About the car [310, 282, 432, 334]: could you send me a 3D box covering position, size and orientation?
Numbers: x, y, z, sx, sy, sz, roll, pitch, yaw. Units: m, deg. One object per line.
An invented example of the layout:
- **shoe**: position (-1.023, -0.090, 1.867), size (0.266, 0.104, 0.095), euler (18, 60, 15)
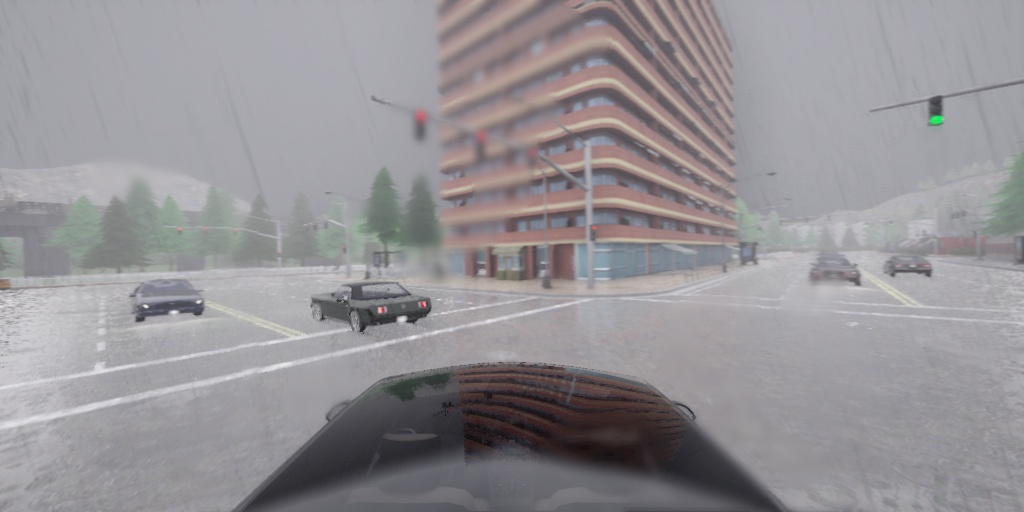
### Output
- **car**: position (-4.599, 1.460, 11.227), size (4.718, 1.301, 1.895), euler (-1, 0, 43)

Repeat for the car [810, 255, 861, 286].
- **car**: position (17.859, 0.845, 19.882), size (1.994, 1.385, 4.181), euler (-1, 0, 41)

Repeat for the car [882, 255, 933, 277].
- **car**: position (26.259, 0.612, 23.919), size (2.033, 1.411, 5.357), euler (-1, 0, 41)

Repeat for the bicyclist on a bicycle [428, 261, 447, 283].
- **bicyclist on a bicycle**: position (-5.438, 1.171, 26.200), size (0.582, 1.620, 1.656), euler (-1, 0, 41)

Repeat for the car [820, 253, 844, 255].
- **car**: position (24.467, 0.708, 27.446), size (1.895, 1.301, 4.718), euler (-1, 0, 41)

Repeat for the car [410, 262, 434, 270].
- **car**: position (-12.235, 1.515, 51.441), size (2.033, 1.411, 5.357), euler (-1, 0, 43)

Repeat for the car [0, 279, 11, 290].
- **car**: position (-42.049, 2.224, 27.060), size (5.008, 1.535, 1.882), euler (-1, -1, -31)

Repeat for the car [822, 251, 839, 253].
- **car**: position (33.215, 0.229, 37.440), size (2.097, 1.767, 4.553), euler (-1, 0, 42)

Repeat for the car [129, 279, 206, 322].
- **car**: position (-13.842, 1.640, 14.334), size (5.357, 1.411, 2.033), euler (-1, 0, 42)
